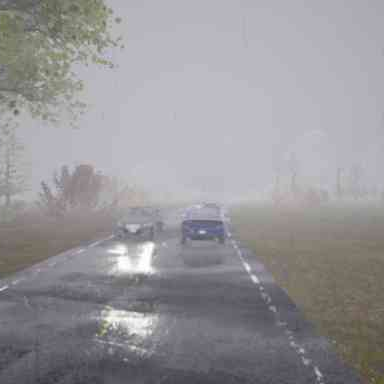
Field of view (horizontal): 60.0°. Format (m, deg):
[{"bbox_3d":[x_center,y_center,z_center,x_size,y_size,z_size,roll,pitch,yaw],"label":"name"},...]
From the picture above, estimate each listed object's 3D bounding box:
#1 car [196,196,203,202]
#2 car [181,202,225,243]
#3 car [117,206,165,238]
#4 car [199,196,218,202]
[{"bbox_3d":[1.850,1.503,58.499,2.128,1.511,4.902,0,0,10],"label":"car"},{"bbox_3d":[0.537,1.483,16.056,1.882,1.535,5.008,0,0,3],"label":"car"},{"bbox_3d":[-2.580,1.494,17.629,2.128,1.511,4.902,0,0,3],"label":"car"},{"bbox_3d":[2.139,1.537,36.950,1.812,1.442,4.674,0,0,6],"label":"car"}]
